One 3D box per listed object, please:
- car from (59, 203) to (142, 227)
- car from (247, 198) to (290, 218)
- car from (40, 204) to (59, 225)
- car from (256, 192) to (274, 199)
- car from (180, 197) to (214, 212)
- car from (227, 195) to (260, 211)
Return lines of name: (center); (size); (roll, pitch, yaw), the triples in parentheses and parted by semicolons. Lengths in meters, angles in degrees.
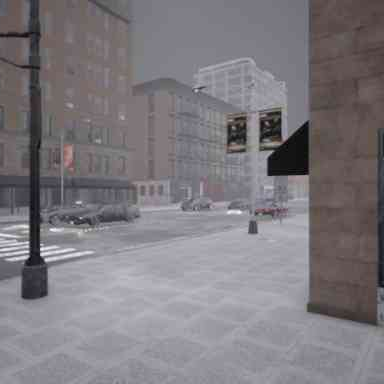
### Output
car: (-5.798, 1.475, 22.506); (2.033, 1.411, 5.357); (0, 0, 35)
car: (6.866, 1.466, 28.792); (1.895, 1.301, 4.718); (0, 0, 36)
car: (-9.086, 1.500, 23.490); (1.994, 1.385, 4.181); (0, 0, 35)
car: (10.986, 1.065, 51.647); (2.150, 2.045, 5.566); (0, 0, 35)
car: (0.656, 1.370, 37.231); (1.837, 1.490, 4.892); (0, 0, 35)
car: (5.844, 1.406, 38.918); (1.994, 1.385, 4.181); (0, 0, 35)
